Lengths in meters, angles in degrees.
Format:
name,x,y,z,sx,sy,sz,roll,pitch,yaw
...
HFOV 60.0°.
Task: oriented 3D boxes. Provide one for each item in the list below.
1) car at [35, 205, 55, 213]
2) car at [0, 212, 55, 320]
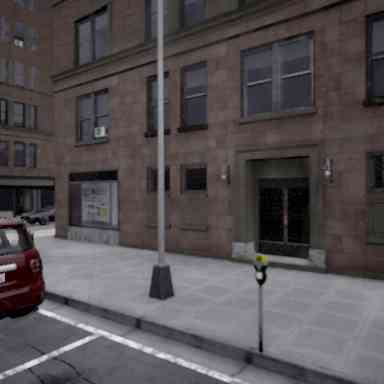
name,x,y,z,sx,sy,sz,roll,pitch,yaw
car,-9.976,1.639,24.944,2.033,1.411,5.357,0,0,36
car,-4.776,1.360,6.192,5.009,1.841,2.192,0,0,35
